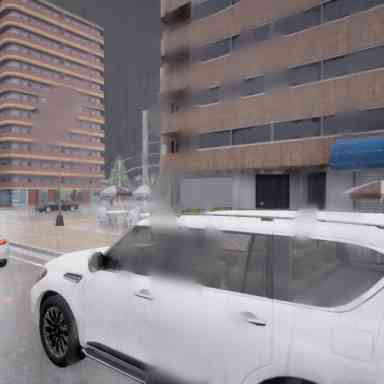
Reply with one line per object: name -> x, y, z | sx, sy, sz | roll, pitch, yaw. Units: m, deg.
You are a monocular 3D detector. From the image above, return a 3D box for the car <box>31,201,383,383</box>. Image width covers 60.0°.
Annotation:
car -> 0.269, 1.221, 3.999 | 5.566, 2.045, 2.150 | 0, 0, 39

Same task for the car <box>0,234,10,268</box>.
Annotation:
car -> -7.210, 1.526, 10.162 | 4.674, 1.442, 1.812 | 0, 0, 40

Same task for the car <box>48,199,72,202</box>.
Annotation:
car -> -15.467, 1.560, 38.181 | 1.837, 1.490, 4.892 | 0, 0, 40
